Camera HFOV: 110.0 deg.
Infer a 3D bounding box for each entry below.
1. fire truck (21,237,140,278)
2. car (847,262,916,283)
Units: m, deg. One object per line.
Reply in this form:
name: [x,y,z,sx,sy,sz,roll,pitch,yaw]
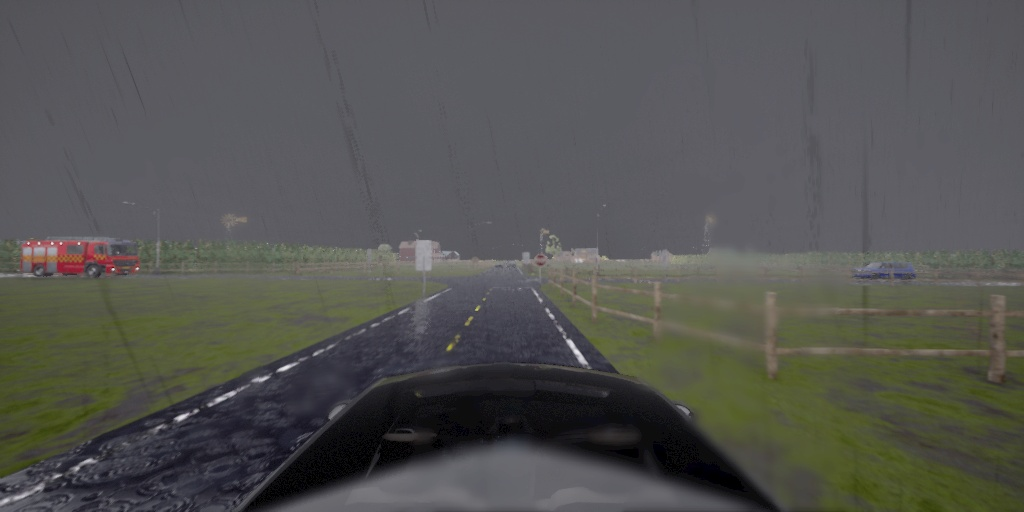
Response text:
fire truck: [-41.338,0.074,34.551,8.468,3.827,2.891,0,0,1]
car: [37.644,1.618,36.606,5.566,2.045,2.150,1,0,1]
